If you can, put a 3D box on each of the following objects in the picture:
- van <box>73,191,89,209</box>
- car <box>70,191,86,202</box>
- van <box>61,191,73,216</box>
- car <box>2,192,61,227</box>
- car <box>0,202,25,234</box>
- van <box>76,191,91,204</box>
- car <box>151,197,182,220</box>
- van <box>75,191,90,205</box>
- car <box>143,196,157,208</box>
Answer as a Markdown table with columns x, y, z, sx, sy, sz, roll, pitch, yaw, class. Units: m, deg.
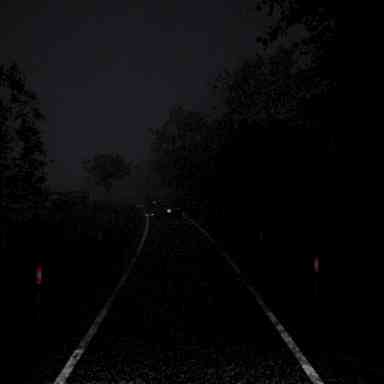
| x | y | z | sx | sy | sz | roll | pitch | yaw | class |
| --- | --- | --- | --- | --- | --- | --- | --- | --- | --- |
| -12.928 | 0.908 | 37.136 | 1.878 | 1.987 | 4.442 | 1 | -1 | -14 | van |
| -23.693 | 0.930 | 68.925 | 2.435 | 2.045 | 5.566 | 2 | -2 | -25 | car |
| -10.943 | 0.986 | 26.128 | 1.878 | 1.987 | 4.442 | 1 | -1 | -10 | van |
| -10.263 | 1.009 | 20.668 | 2.435 | 2.045 | 5.566 | 1 | -1 | -9 | car |
| -9.770 | 1.348 | 15.130 | 2.002 | 1.452 | 4.674 | 0 | -1 | -5 | car |
| -17.424 | 0.876 | 53.282 | 1.878 | 1.987 | 4.442 | 1 | -1 | -21 | van |
| -1.929 | 1.308 | 25.744 | 1.994 | 1.385 | 4.181 | 0 | 1 | -8 | car |
| -15.742 | 0.875 | 47.946 | 1.878 | 1.987 | 4.442 | 1 | -1 | -16 | van |
| -4.908 | 1.137 | 40.991 | 1.994 | 1.385 | 4.181 | -1 | 1 | -13 | car |
